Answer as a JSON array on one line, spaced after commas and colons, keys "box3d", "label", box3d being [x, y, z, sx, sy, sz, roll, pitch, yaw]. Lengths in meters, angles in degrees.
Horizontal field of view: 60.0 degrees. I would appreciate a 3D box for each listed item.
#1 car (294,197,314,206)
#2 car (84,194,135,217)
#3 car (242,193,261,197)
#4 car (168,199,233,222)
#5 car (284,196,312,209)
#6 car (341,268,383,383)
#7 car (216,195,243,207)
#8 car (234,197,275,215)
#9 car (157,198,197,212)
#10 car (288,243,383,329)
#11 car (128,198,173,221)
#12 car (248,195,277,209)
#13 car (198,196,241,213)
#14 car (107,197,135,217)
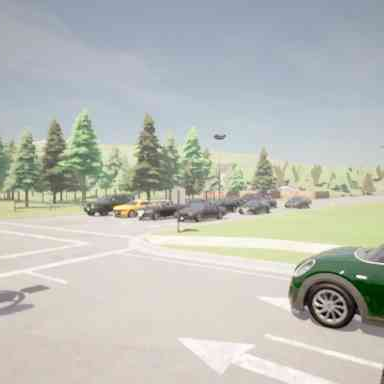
[{"box3d": [19.378, 1.534, 57.426, 1.812, 1.442, 4.674, 0, 0, 36], "label": "car"}, {"box3d": [-7.775, 1.218, 32.417, 2.150, 2.045, 5.566, 0, 0, 36], "label": "car"}, {"box3d": [8.474, 1.216, 48.636, 2.150, 2.045, 5.566, 0, 0, 36], "label": "car"}, {"box3d": [0.834, 1.546, 26.403, 2.033, 1.411, 5.357, 0, 0, 36], "label": "car"}, {"box3d": [14.005, 1.351, 44.334, 2.097, 1.767, 4.553, 0, 0, 36], "label": "car"}, {"box3d": [3.226, 1.564, 1.688, 4.181, 1.385, 1.994, 0, 0, 36], "label": "car"}, {"box3d": [5.738, 1.349, 50.814, 2.097, 1.767, 4.553, 0, 0, 36], "label": "car"}, {"box3d": [6.515, 1.524, 34.127, 1.812, 1.442, 4.674, 0, 0, 36], "label": "car"}, {"box3d": [-1.754, 1.544, 40.622, 2.033, 1.411, 5.357, 0, 0, 36], "label": "car"}, {"box3d": [3.981, 1.352, 5.450, 4.553, 1.767, 2.097, 0, 0, 35], "label": "car"}, {"box3d": [-2.553, 1.489, 27.703, 2.128, 1.511, 4.902, 0, 0, 36], "label": "car"}, {"box3d": [9.806, 1.488, 44.541, 2.128, 1.511, 4.902, 0, 0, 36], "label": "car"}, {"box3d": [3.008, 1.475, 35.282, 1.882, 1.535, 5.008, 0, 0, 36], "label": "car"}, {"box3d": [-4.943, 1.475, 30.361, 1.882, 1.535, 5.008, 0, 0, 36], "label": "car"}]
